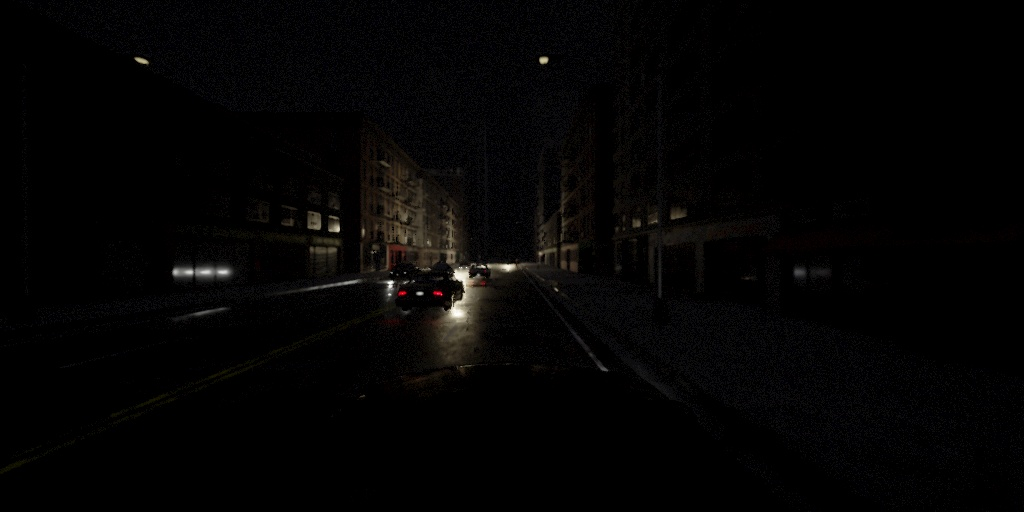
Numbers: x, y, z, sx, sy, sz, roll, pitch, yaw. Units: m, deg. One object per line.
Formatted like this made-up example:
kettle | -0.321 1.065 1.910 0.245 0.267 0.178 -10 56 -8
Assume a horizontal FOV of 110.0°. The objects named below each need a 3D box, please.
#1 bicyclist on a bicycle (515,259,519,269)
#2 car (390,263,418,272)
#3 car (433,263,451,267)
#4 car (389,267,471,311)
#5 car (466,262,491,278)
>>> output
bicyclist on a bicycle | 0.909 1.381 60.425 0.659 1.776 1.843 0 0 0
car | -9.834 1.390 33.214 1.837 1.490 4.892 0 -1 0
car | -6.585 1.411 33.512 1.812 1.442 4.674 0 0 0
car | -3.147 1.348 14.754 2.033 1.411 5.357 0 0 0
car | -3.140 1.497 35.932 1.895 1.301 4.718 0 0 0
